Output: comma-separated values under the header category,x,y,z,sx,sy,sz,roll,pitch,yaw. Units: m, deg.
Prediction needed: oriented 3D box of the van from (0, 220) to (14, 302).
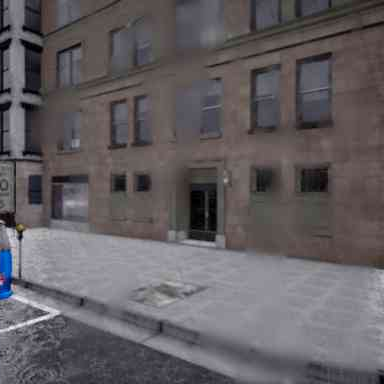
category,x,y,z,sx,sy,sz,roll,pitch,yaw
van,-5.142,1.296,6.474,3.998,1.788,1.690,0,0,36
